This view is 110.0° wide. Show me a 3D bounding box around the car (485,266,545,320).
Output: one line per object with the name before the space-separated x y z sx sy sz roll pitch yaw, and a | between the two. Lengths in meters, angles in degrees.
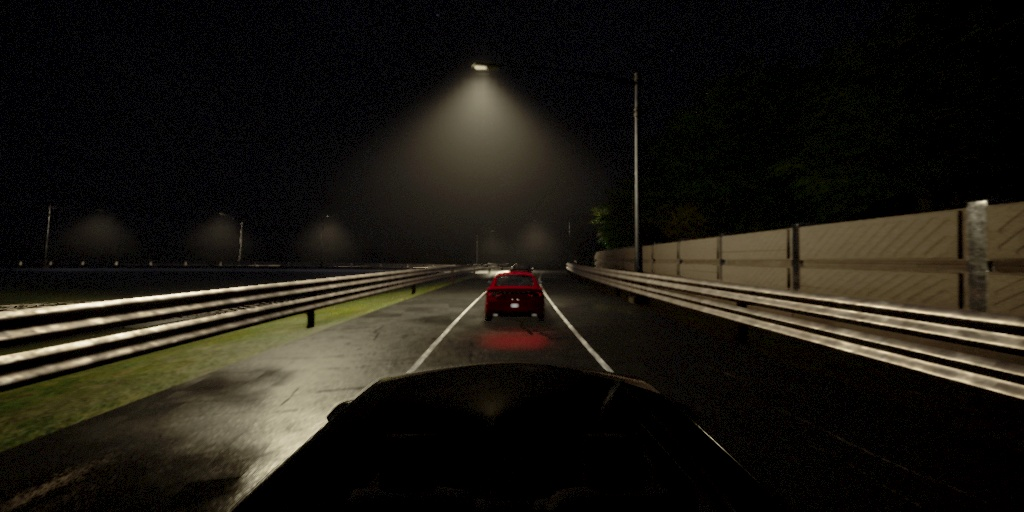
car | 0.110 1.317 13.070 1.882 1.535 5.008 0 0 1

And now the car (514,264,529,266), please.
car | 0.917 1.465 32.648 1.882 1.535 5.008 0 0 4
